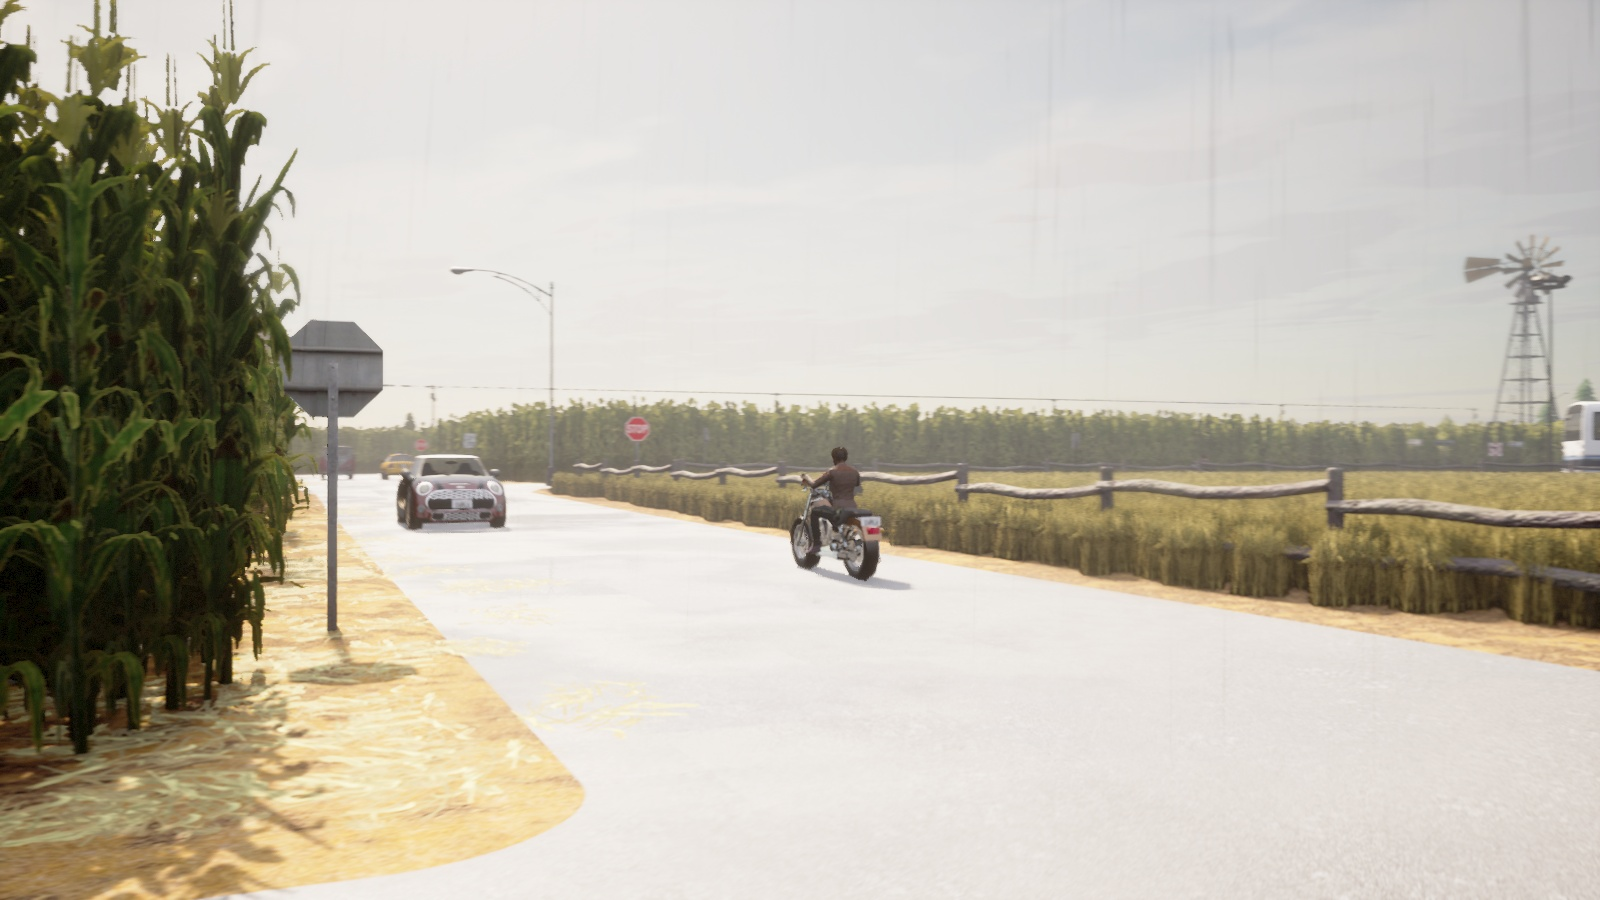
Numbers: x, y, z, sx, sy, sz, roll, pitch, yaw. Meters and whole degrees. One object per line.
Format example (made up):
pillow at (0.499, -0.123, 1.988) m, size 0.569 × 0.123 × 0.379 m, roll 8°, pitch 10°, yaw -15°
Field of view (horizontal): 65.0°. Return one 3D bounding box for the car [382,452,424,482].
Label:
car at (-22.222, 0.955, 70.190) m, size 1.801 × 1.575 × 5.366 m, roll 0°, pitch -1°, yaw -23°

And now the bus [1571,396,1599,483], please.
bus at (44.390, -0.487, 61.796) m, size 10.273 × 4.253 × 3.944 m, roll 0°, pitch -1°, yaw 16°

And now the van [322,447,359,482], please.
van at (-26.677, 0.834, 72.830) m, size 1.775 × 1.987 × 4.442 m, roll 0°, pitch -1°, yaw -23°

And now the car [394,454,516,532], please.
car at (-7.221, 0.827, 26.012) m, size 1.970 × 1.475 × 3.806 m, roll 0°, pitch 0°, yaw -23°

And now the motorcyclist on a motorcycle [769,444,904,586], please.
motorcyclist on a motorcycle at (0.408, 0.763, 15.758) m, size 0.766 × 1.649 × 2.350 m, roll 0°, pitch 0°, yaw -23°
